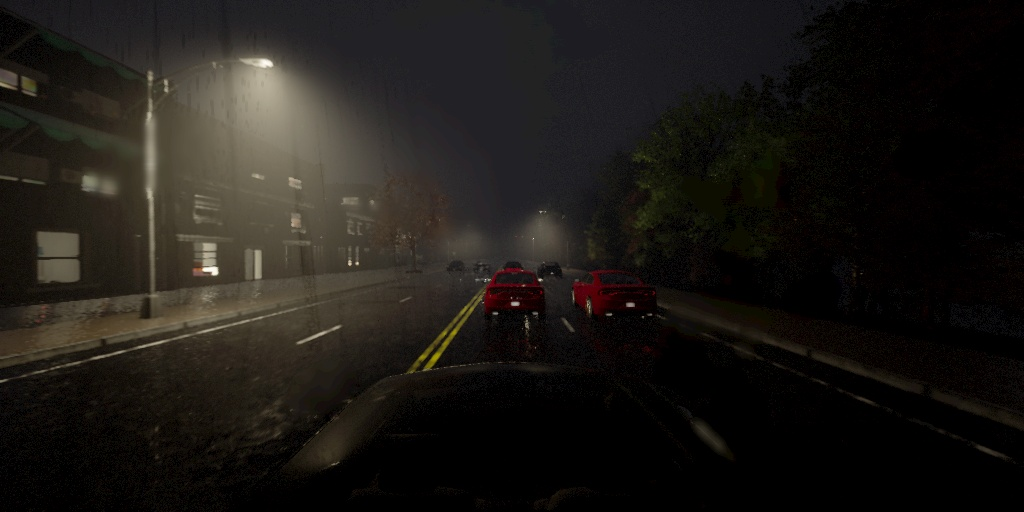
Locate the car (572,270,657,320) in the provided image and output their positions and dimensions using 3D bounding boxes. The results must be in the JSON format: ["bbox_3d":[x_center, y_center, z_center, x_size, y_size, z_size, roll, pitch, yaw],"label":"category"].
[{"bbox_3d":[3.345,1.226,12.596,1.882,1.535,5.008,0,0,0],"label":"car"}]

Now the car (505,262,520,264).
[{"bbox_3d":[0.084,1.250,32.609,1.837,1.490,4.892,0,0,0],"label":"car"}]

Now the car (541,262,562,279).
[{"bbox_3d":[3.336,1.237,32.268,2.128,1.511,4.902,0,0,0],"label":"car"}]

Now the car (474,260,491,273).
[{"bbox_3d":[-3.422,1.236,42.287,2.128,1.511,4.902,0,0,-1],"label":"car"}]

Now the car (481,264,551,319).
[{"bbox_3d":[0.095,1.226,12.801,1.882,1.535,5.008,0,0,0],"label":"car"}]

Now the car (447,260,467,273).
[{"bbox_3d":[-6.682,1.270,43.487,1.812,1.442,4.674,0,0,-1],"label":"car"}]
